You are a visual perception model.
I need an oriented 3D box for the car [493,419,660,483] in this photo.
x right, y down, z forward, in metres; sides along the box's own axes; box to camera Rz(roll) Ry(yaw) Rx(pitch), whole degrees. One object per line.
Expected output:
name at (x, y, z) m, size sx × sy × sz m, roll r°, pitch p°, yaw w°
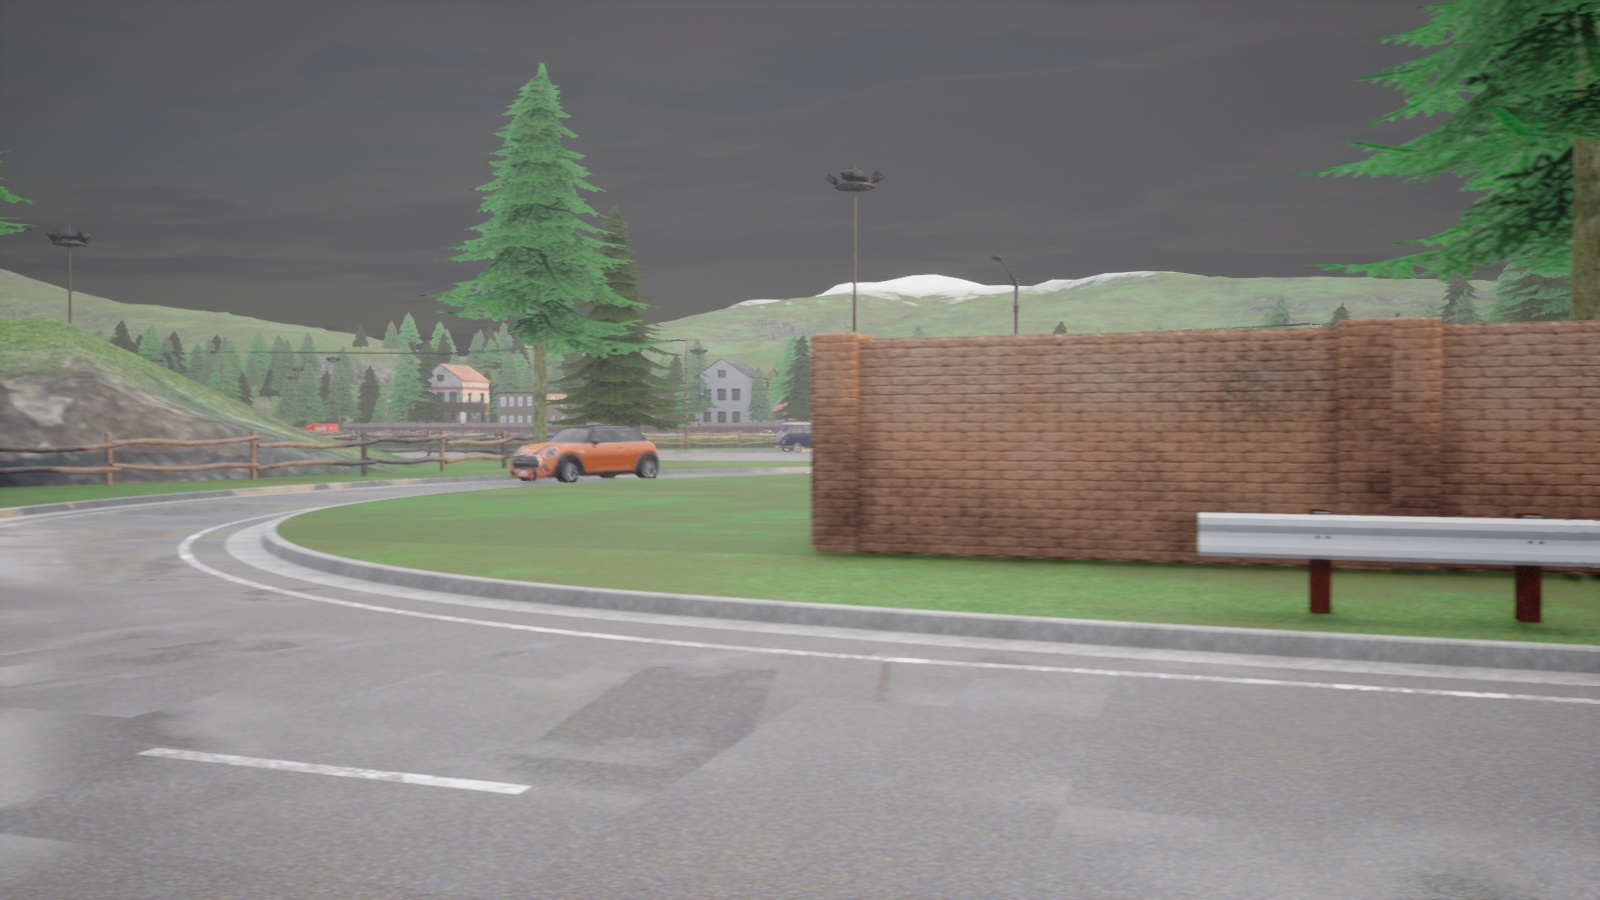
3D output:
car at (-6.562, 0.001, 37.181) m, size 2.097 × 1.767 × 4.553 m, roll 1°, pitch 1°, yaw 41°

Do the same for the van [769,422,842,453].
van at (0.386, -0.826, 82.118) m, size 4.442 × 1.987 × 1.775 m, roll 0°, pitch 1°, yaw -28°
